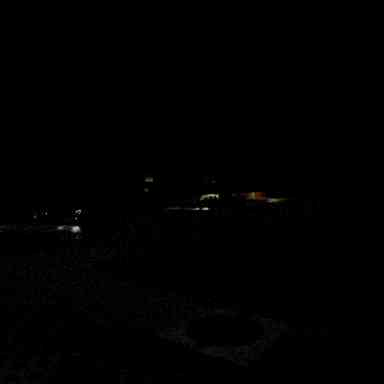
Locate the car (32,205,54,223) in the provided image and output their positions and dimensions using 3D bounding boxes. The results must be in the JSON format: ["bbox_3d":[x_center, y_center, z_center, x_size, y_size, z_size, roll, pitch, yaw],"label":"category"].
[{"bbox_3d":[-10.091,1.547,26.293,2.128,1.511,4.902,-1,0,34],"label":"car"}]

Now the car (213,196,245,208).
[{"bbox_3d":[5.212,1.275,43.438,2.128,1.511,4.902,-1,0,34],"label":"car"}]

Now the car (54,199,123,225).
[{"bbox_3d":[-7.335,1.366,24.568,2.097,1.767,4.553,-1,0,34],"label":"car"}]

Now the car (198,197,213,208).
[{"bbox_3d":[2.496,1.388,45.226,1.994,1.385,4.181,-1,0,34],"label":"car"}]
